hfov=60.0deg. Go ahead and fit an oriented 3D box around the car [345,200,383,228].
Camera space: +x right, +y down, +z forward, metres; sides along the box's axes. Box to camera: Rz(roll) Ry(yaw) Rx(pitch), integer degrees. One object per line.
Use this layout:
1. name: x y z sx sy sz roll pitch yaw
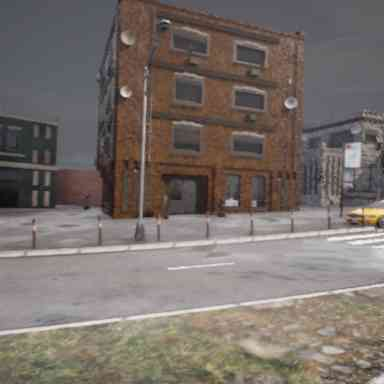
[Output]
1. car: 11.294 1.130 19.219 5.366 1.575 1.946 -1 0 -24
